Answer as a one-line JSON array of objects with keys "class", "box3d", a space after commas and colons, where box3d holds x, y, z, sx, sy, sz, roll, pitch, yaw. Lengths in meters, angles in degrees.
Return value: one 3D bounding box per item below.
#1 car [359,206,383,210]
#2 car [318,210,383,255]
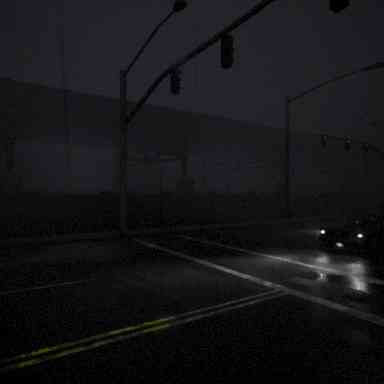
[{"class": "car", "box3d": [11.393, 1.561, 20.661, 4.181, 1.385, 1.994, 0, 0, -35]}, {"class": "car", "box3d": [7.165, 1.601, 13.369, 4.718, 1.301, 1.895, 0, 0, -35]}]
